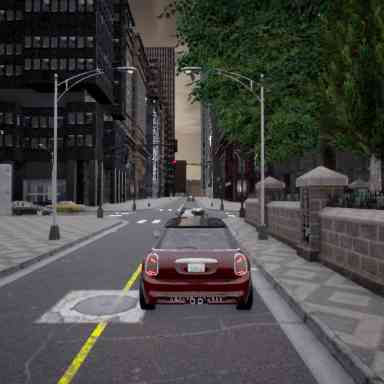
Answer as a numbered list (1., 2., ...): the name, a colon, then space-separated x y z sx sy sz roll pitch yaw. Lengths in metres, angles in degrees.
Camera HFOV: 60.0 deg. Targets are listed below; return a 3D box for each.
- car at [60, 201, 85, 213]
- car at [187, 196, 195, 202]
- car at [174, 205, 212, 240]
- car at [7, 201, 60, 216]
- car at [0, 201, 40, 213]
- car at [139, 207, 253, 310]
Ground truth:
1. car: -14.907 1.676 38.542 4.829 1.417 1.752 0 -1 0
2. car: -0.290 1.726 81.283 1.812 1.442 4.674 0 0 0
3. car: 0.033 1.541 18.112 1.812 1.442 4.674 0 0 0
4. car: -14.745 1.518 30.018 4.403 1.369 2.008 0 -1 0
5. car: -20.250 1.709 38.552 4.403 1.369 2.008 0 -1 0
6. car: 0.070 1.357 7.985 2.097 1.767 4.553 0 0 0
